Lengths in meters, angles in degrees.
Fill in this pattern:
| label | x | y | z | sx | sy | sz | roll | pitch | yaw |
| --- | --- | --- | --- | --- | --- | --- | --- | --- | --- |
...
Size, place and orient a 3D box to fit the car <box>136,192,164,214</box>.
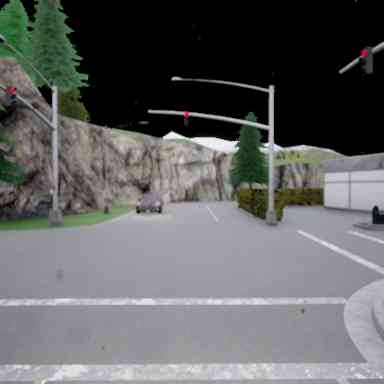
| label | x | y | z | sx | sy | sz | roll | pitch | yaw |
| --- | --- | --- | --- | --- | --- | --- | --- | --- | --- |
| car | -3.592 | 0.939 | 29.042 | 2.097 | 1.767 | 4.553 | 0 | 1 | -1 |
